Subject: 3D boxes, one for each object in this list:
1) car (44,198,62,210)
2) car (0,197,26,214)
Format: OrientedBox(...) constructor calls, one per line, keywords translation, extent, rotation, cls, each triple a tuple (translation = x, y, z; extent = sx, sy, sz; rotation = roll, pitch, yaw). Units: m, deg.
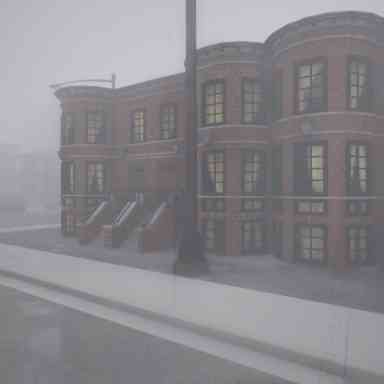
OrientedBox(translation=(-16.831, 1.476, 43.550), extent=(1.882, 1.535, 5.008), rotation=(0, 0, 35), cls="car")
OrientedBox(translation=(-19.492, 1.352, 33.798), extent=(2.097, 1.767, 4.553), rotation=(0, 0, 35), cls="car")
